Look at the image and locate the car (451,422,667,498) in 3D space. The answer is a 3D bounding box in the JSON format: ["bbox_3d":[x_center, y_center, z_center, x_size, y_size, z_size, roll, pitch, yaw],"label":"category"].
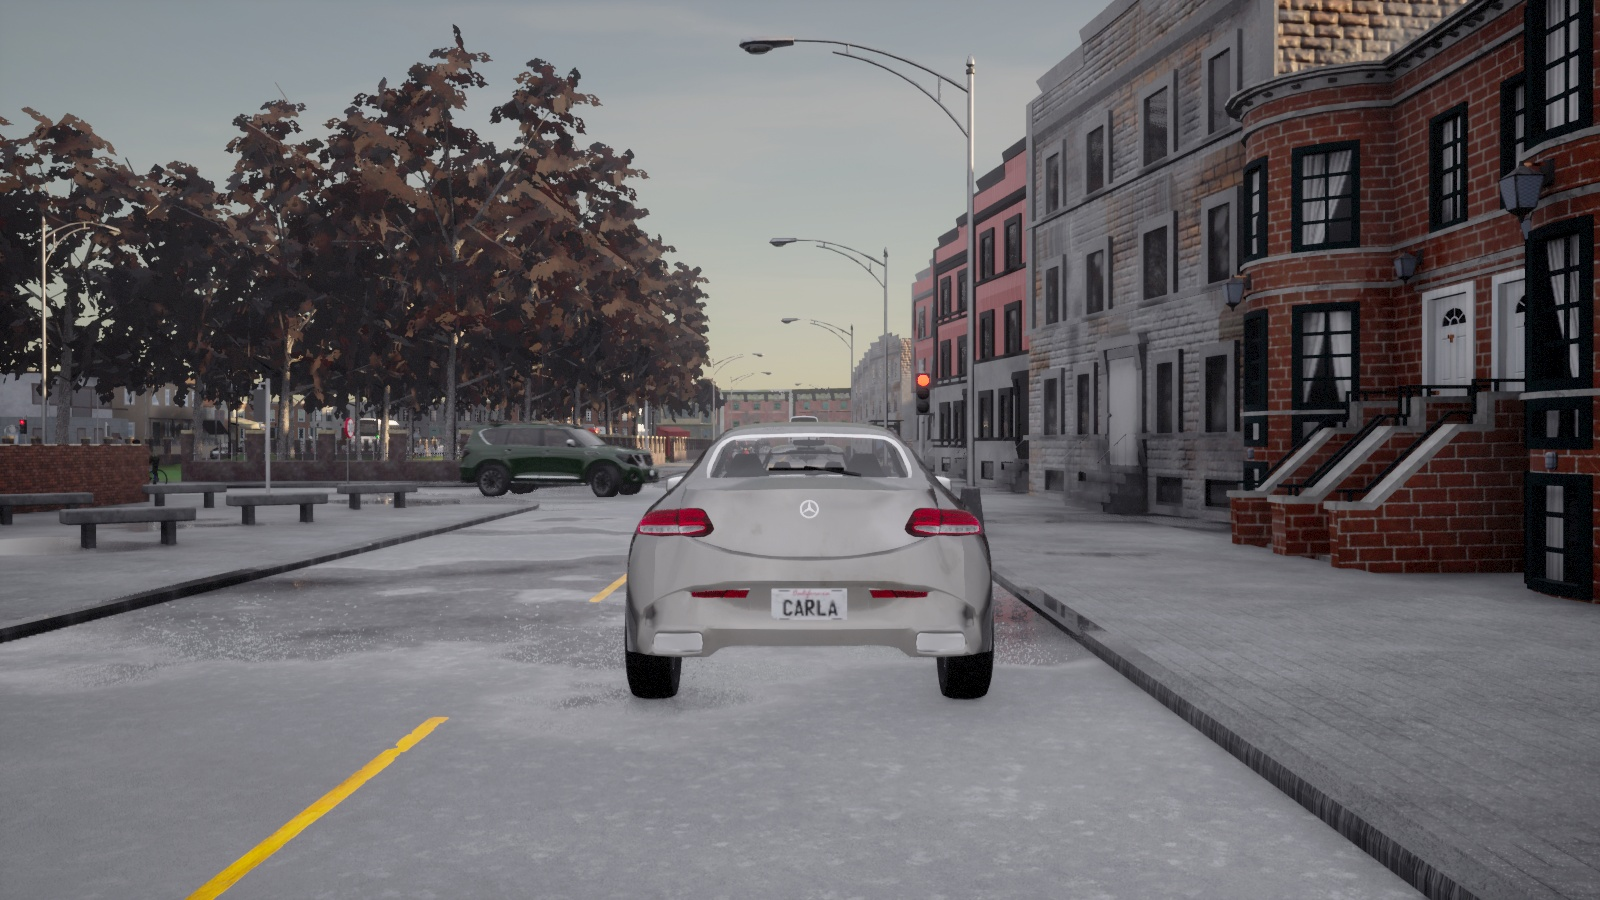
[{"bbox_3d":[-6.750,0.260,35.344,5.566,2.045,2.150,0,0,13],"label":"car"}]

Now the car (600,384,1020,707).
[{"bbox_3d":[0.064,0.475,8.950,2.152,1.651,5.027,0,0,0],"label":"car"}]
